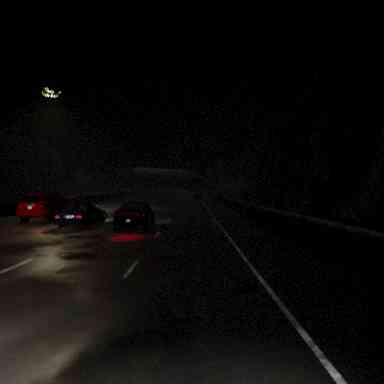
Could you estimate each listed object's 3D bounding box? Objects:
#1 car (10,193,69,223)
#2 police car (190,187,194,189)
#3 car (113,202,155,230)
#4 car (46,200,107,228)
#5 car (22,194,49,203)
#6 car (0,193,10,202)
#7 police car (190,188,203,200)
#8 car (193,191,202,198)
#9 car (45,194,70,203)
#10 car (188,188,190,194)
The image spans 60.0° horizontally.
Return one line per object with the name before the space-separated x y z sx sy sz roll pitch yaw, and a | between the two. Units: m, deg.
car | -10.388 1.062 24.034 2.150 2.045 5.566 0 1 0
police car | 1.050 0.202 76.064 1.930 1.638 5.238 0 2 0
car | -3.400 1.356 20.177 1.882 1.535 5.008 0 1 0
car | -6.900 1.418 21.012 2.033 1.411 5.357 0 1 0
car | -24.554 0.982 52.309 1.895 1.301 4.718 0 1 1
car | -28.047 0.882 52.438 1.837 1.490 4.892 0 2 1
police car | 1.050 0.631 60.053 1.930 1.638 5.238 0 1 0
car | 1.050 0.475 69.952 1.812 1.442 4.674 0 2 0
car | -21.056 0.982 52.336 1.895 1.301 4.718 0 1 0
car | 0.002 -0.469 92.744 2.097 1.767 4.553 0 2 0
